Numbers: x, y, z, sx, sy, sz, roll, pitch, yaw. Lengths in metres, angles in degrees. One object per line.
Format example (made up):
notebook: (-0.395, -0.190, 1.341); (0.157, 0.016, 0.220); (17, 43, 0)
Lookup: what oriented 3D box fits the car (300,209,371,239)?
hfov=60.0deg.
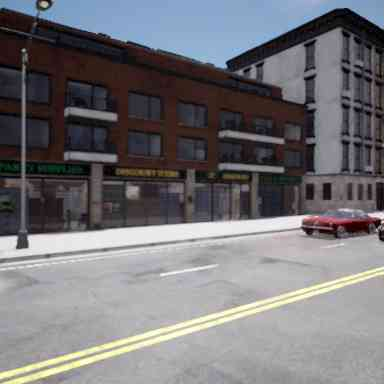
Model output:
car: (7.723, 1.563, 17.185); (4.718, 1.301, 1.895); (0, 0, -36)

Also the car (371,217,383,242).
car: (10.280, 1.486, 15.029); (4.674, 1.442, 1.812); (0, 0, -35)
